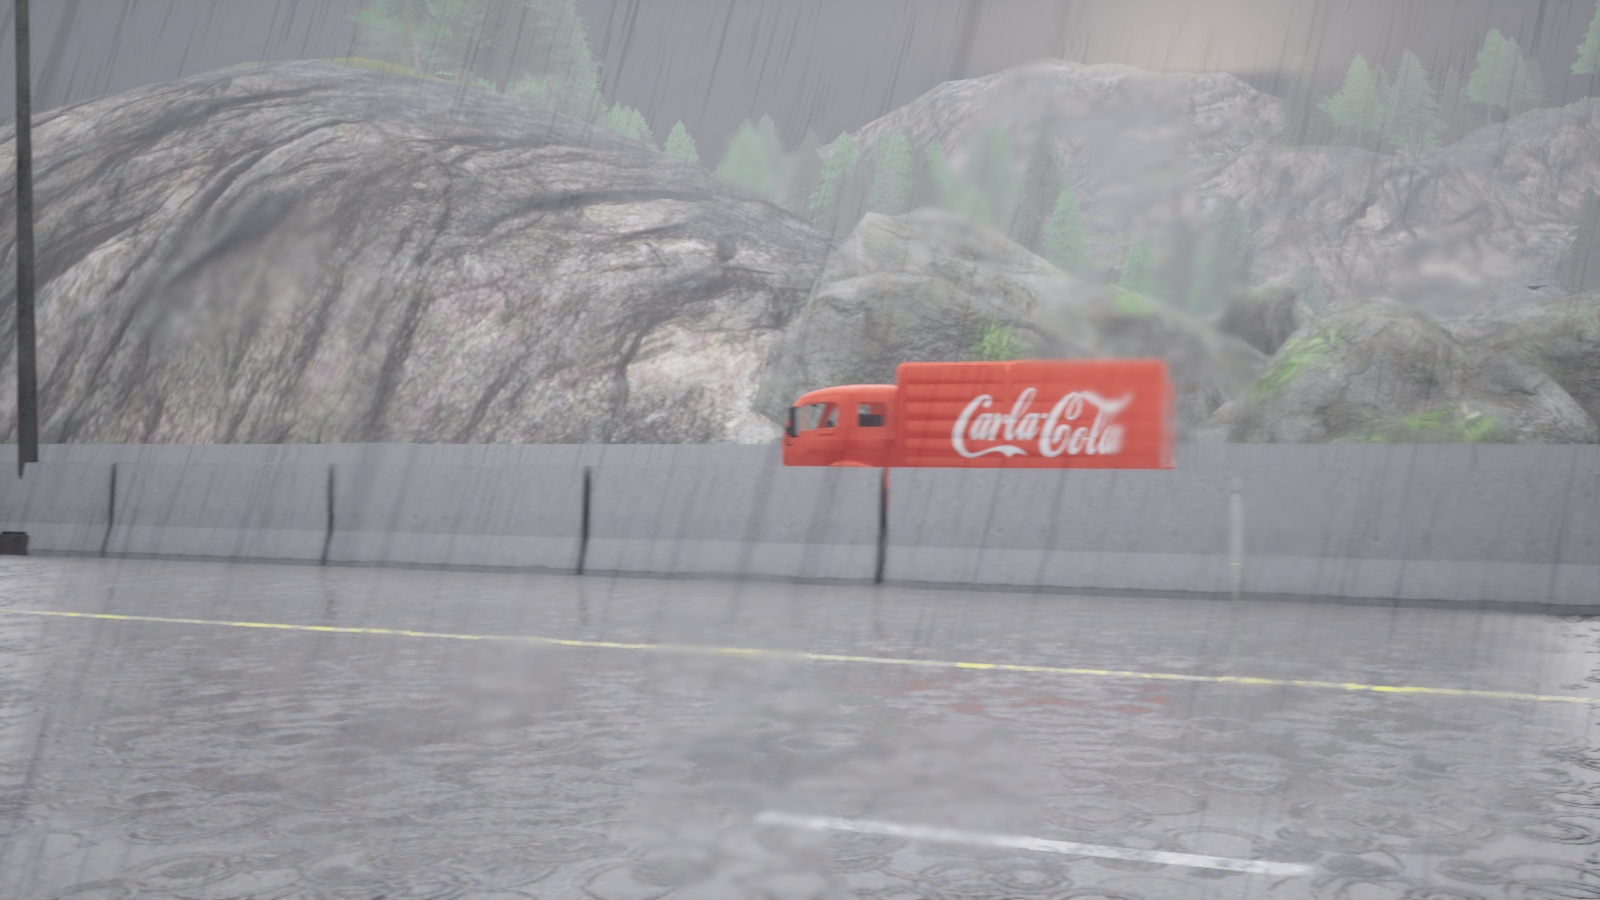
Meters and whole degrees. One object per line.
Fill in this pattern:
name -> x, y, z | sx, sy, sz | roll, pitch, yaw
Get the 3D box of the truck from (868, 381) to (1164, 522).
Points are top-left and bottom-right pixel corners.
truck -> 4.165, -0.025, 23.939 | 5.204, 2.467, 2.627 | 1, 1, 19

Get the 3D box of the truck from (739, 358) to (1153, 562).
truck -> 2.069, 0.074, 17.259 | 5.204, 2.467, 2.627 | 1, 1, 19
